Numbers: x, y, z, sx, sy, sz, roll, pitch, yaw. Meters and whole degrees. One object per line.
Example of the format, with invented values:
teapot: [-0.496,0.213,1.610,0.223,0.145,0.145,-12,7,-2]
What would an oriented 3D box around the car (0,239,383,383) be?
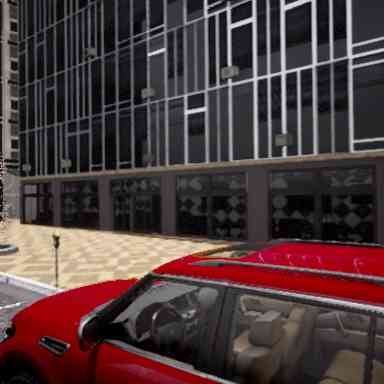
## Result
car: [0.530,1.319,2.509,5.009,1.841,2.192,0,-1,36]
